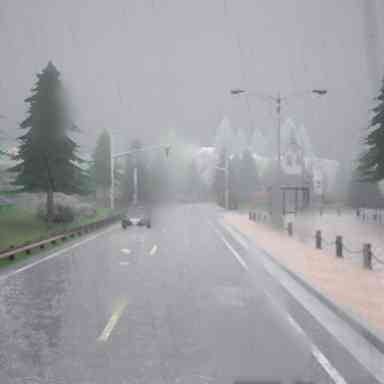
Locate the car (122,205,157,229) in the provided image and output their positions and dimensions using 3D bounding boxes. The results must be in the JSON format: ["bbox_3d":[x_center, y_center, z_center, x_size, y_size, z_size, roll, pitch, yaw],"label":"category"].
[{"bbox_3d":[-3.550,1.668,23.016,2.128,1.511,4.902,0,0,0],"label":"car"}]
